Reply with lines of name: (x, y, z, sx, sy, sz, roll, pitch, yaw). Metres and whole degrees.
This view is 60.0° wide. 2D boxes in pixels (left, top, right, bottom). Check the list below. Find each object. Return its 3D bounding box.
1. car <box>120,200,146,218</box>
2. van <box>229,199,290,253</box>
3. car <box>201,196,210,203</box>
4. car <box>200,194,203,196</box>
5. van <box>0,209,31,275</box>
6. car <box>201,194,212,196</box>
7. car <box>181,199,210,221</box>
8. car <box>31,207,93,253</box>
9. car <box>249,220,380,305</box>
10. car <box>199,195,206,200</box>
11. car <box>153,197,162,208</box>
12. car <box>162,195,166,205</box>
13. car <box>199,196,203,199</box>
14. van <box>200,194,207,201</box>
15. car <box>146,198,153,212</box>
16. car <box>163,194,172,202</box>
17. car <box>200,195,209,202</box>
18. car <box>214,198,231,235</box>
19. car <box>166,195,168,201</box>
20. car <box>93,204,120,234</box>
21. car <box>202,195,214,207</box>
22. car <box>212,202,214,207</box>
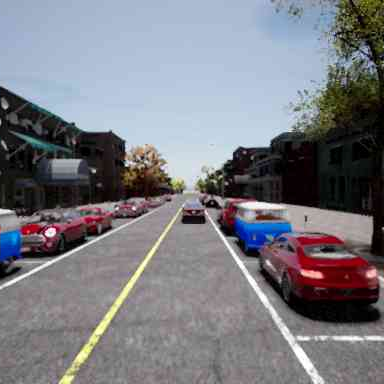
car: (-5.671, 1.434, 30.018, 1.967, 1.590, 4.097, -1, 0, 0)
van: (2.696, 1.339, 13.368, 1.690, 1.788, 3.998, -1, 0, 0)
car: (2.741, 1.565, 68.852, 1.802, 1.307, 4.206, -1, 0, 0)
car: (2.730, 1.301, 57.755, 2.192, 1.841, 5.009, -1, 0, 0)
van: (-5.689, 1.340, 7.824, 1.690, 1.788, 3.998, -1, 0, 0)
car: (2.729, 1.513, 52.376, 1.752, 1.417, 4.829, -1, 0, 0)
car: (0.123, 1.542, 26.921, 2.033, 1.411, 5.357, 0, 0, 0)
car: (-5.683, 1.438, 13.373, 1.967, 1.590, 4.097, -1, 0, 0)
car: (2.694, 1.581, 7.820, 1.802, 1.307, 4.206, -1, 0, 0)
car: (2.758, 1.500, 91.215, 1.752, 1.417, 4.829, -1, 0, 0)
car: (-5.656, 1.571, 46.662, 1.802, 1.307, 4.206, -1, 0, 0)
car: (-5.653, 1.538, 52.211, 2.008, 1.369, 4.403, -1, 0, 0)
car: (0.136, 1.590, 46.135, 1.895, 1.301, 4.718, 0, 0, 0)
van: (2.747, 1.320, 79.948, 1.690, 1.788, 3.998, -1, 0, 0)
car: (-5.665, 1.537, 35.566, 1.887, 1.381, 4.507, -1, 0, 0)
car: (-5.637, 1.296, 74.404, 2.192, 1.841, 5.009, -1, 0, 0)
car: (2.746, 1.506, 74.570, 1.752, 1.417, 4.829, -1, 0, 0)
car: (2.700, 1.311, 18.917, 2.192, 1.841, 5.009, -1, 0, 0)
car: (-5.648, 1.568, 57.760, 1.802, 1.307, 4.206, -1, 0, 0)
car: (-5.678, 1.541, 18.921, 1.887, 1.381, 4.507, -1, 0, 0)
car: (2.724, 1.555, 46.658, 1.947, 1.339, 4.313, -1, 0, 0)
car: (2.707, 1.577, 24.465, 1.802, 1.307, 4.206, -1, 0, 0)
